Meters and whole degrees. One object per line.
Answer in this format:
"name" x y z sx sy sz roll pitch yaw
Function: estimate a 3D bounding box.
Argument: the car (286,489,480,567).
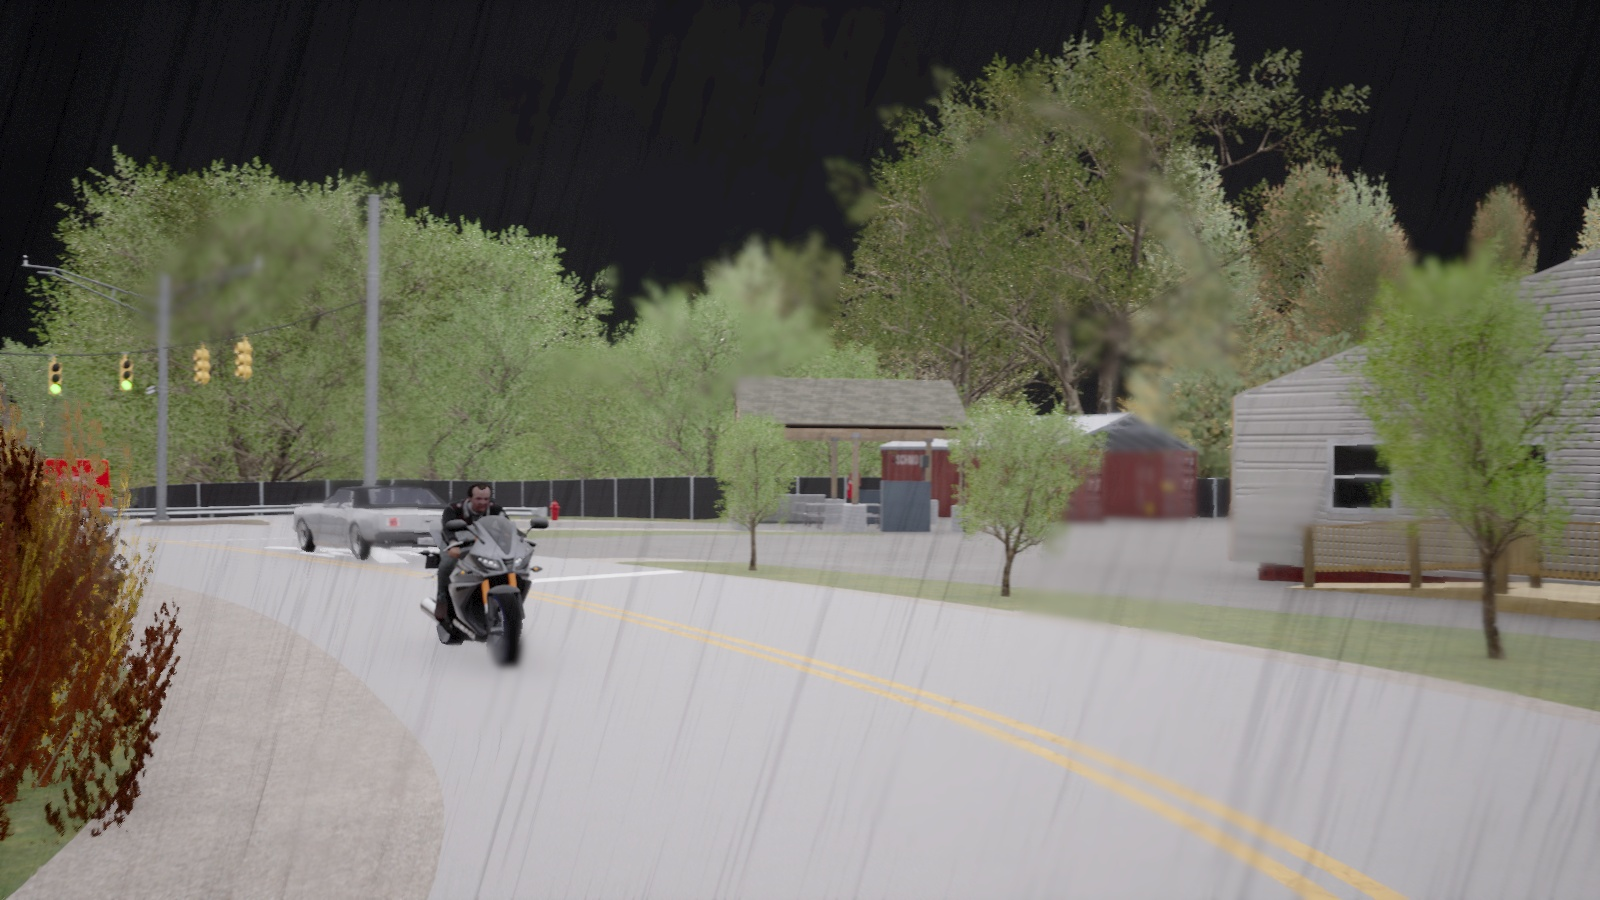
"car" -8.023 1.408 23.884 1.895 1.301 4.718 1 -1 -40

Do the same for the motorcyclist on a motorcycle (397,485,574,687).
"motorcyclist on a motorcycle" -2.773 1.088 10.879 0.866 1.530 2.191 0 -1 -31
